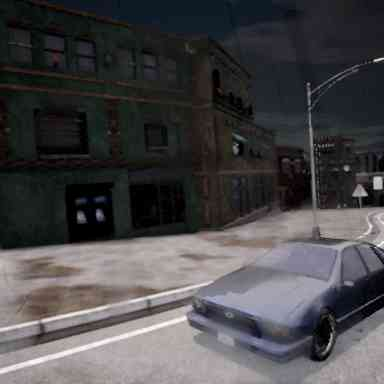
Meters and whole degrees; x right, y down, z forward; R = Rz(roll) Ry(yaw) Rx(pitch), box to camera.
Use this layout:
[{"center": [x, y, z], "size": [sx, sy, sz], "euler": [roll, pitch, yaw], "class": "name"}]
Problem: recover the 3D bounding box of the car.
[{"center": [2.412, 1.598, 6.254], "size": [5.357, 1.411, 2.033], "euler": [1, -1, -42], "class": "car"}]
